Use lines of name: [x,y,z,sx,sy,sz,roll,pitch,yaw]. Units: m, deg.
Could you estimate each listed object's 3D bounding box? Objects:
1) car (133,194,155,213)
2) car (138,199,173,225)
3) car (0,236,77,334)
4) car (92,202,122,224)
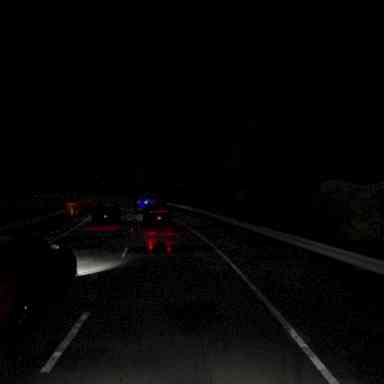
car: [-5.299,1.216,37.282,2.150,2.045,5.566,0,0,-12]
car: [-2.523,1.484,23.667,2.128,1.511,4.902,0,0,-10]
car: [-3.793,1.569,6.716,1.994,1.385,4.181,0,0,-4]
car: [-6.285,1.480,24.828,1.882,1.535,5.008,0,0,-11]
